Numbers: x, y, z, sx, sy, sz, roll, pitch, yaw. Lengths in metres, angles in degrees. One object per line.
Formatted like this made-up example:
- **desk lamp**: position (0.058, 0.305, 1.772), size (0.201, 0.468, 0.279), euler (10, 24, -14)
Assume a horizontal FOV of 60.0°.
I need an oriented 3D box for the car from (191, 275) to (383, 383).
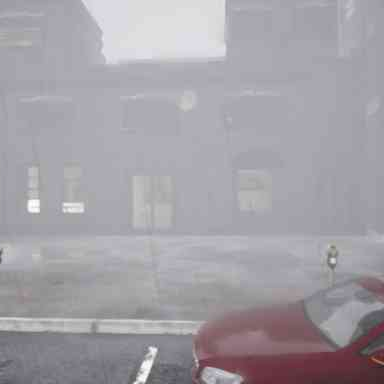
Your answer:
- **car**: position (2.088, 1.575, 3.386), size (4.206, 1.307, 1.802), euler (-1, 0, 4)
